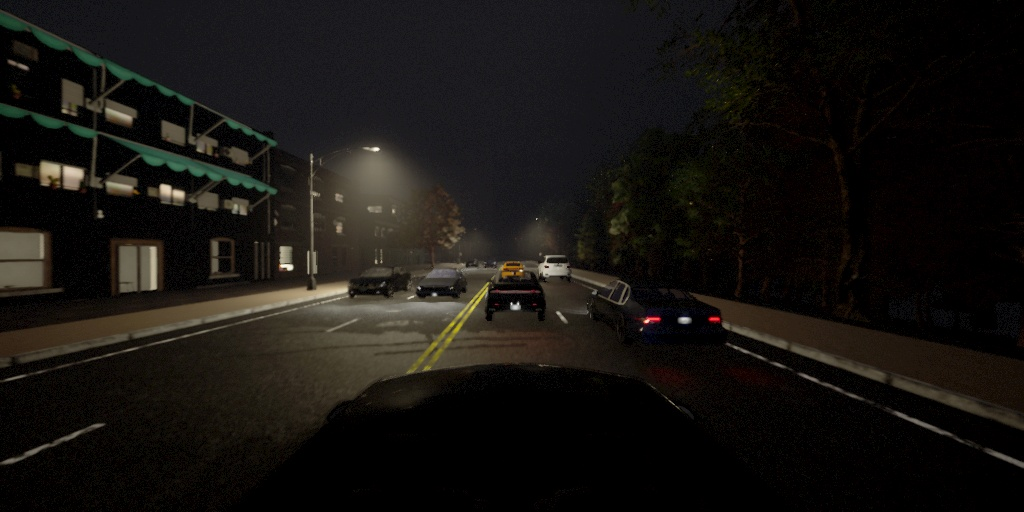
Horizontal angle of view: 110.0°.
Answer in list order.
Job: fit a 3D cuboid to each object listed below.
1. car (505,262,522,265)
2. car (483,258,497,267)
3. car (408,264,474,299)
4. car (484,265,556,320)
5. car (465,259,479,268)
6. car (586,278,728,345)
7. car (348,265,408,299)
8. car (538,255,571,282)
[{"bbox_3d":[0.102,1.222,30.983,1.882,1.535,5.008,0,0,0],"label":"car"},{"bbox_3d":[-3.478,1.091,58.243,2.097,1.767,4.553,0,0,0],"label":"car"},{"bbox_3d":[-3.352,1.294,18.176,2.033,1.411,5.357,0,0,0],"label":"car"},{"bbox_3d":[0.100,1.239,12.600,2.128,1.511,4.902,0,0,0],"label":"car"},{"bbox_3d":[-6.757,1.231,60.952,2.128,1.511,4.902,0,0,0],"label":"car"},{"bbox_3d":[3.351,1.296,9.463,2.033,1.411,5.357,0,0,0],"label":"car"},{"bbox_3d":[-6.600,1.224,18.413,1.882,1.535,5.008,0,0,0],"label":"car"},{"bbox_3d":[3.351,0.966,28.761,2.150,2.045,5.566,0,0,0],"label":"car"}]
